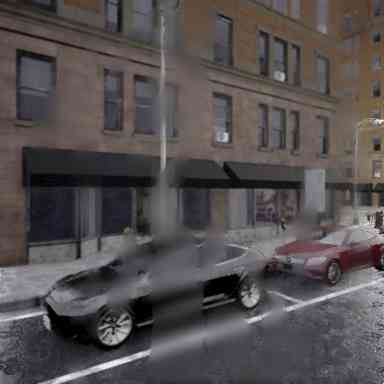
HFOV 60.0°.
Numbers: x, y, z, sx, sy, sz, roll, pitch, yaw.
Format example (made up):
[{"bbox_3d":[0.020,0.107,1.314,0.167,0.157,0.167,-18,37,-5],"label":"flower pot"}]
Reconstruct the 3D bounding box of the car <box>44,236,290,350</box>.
[{"bbox_3d":[-0.397,1.576,6.250,4.313,1.339,1.947,0,0,-35],"label":"car"}]

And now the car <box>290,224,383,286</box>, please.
[{"bbox_3d":[4.081,1.608,9.445,4.206,1.307,1.802,0,0,-35],"label":"car"}]
